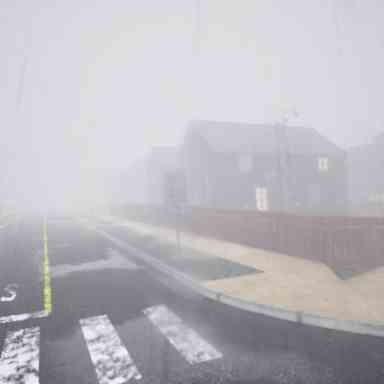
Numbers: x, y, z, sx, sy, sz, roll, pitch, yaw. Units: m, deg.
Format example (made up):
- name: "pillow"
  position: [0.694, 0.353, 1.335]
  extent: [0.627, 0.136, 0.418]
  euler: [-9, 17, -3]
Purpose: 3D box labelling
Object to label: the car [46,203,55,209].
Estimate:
- name: "car"
  position: [-35.240, 3.480, 82.935]
  extent: [1.837, 1.490, 4.892]
  euler: [-2, -1, -24]
